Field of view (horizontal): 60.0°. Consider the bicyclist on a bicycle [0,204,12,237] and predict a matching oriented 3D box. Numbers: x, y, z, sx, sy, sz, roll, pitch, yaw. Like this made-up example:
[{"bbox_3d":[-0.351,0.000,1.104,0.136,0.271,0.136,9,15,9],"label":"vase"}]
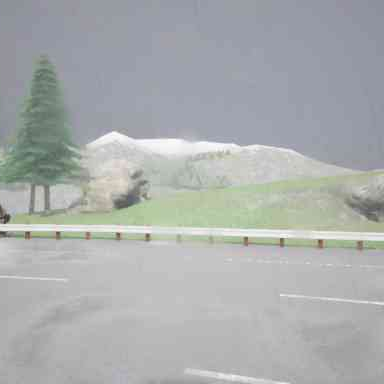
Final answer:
[{"bbox_3d":[-9.211,1.437,16.086,0.582,1.620,1.656,0,-5,5],"label":"bicyclist on a bicycle"}]
